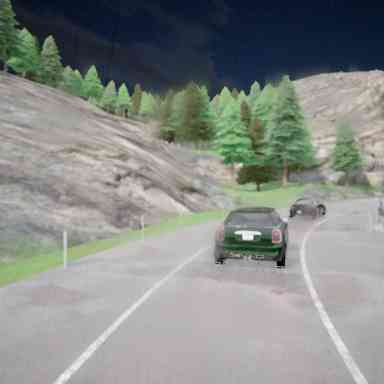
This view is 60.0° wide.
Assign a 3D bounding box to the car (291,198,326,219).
[{"bbox_3d":[8.661,1.170,24.818,1.812,1.442,4.674,0,1,33],"label":"car"}]

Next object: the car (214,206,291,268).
[{"bbox_3d":[2.193,1.268,11.410,2.097,1.767,4.553,0,1,17],"label":"car"}]
